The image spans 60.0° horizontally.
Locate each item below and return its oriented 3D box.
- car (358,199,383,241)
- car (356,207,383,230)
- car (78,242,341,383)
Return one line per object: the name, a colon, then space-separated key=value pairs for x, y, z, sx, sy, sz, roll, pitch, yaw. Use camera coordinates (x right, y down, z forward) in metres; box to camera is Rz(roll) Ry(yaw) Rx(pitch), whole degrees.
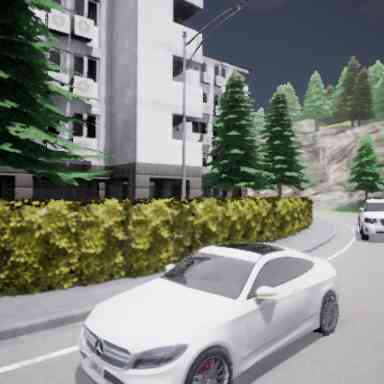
car: x=10.187 y=1.411 z=17.633 sx=2.150 sy=2.045 sz=5.566 roll=0 pitch=-1 yaw=25
car: x=13.068 y=1.817 z=23.568 sx=1.994 sy=1.385 sz=4.181 roll=0 pitch=0 yaw=19
car: x=0.673 y=1.564 z=5.084 sx=4.674 sy=1.442 sz=1.812 roll=1 pitch=-1 yaw=-44
